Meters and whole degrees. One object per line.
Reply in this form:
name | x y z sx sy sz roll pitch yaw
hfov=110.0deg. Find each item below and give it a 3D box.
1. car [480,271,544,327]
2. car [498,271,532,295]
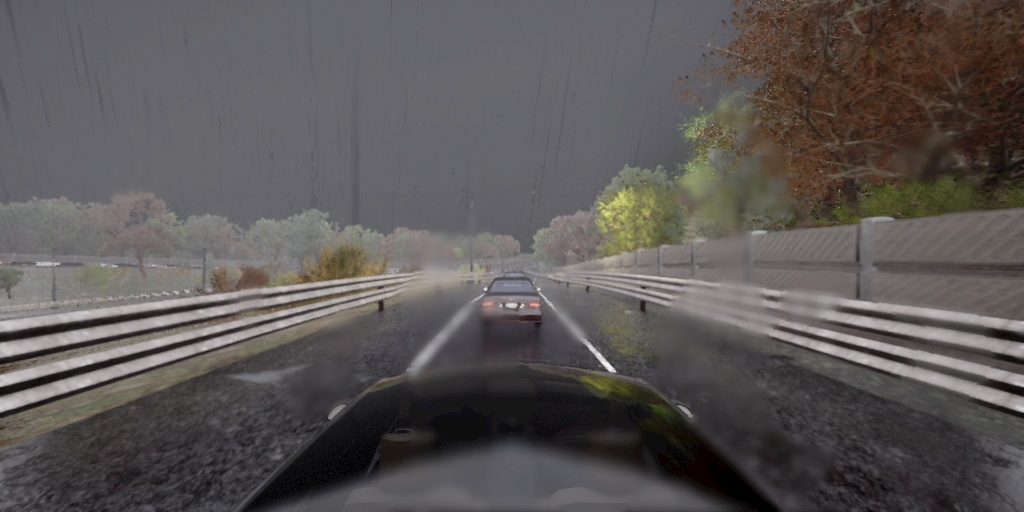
car | 0.003 1.380 11.826 2.033 1.411 5.357 0 -1 0
car | 0.214 1.728 23.989 2.033 1.411 5.357 0 -2 1
